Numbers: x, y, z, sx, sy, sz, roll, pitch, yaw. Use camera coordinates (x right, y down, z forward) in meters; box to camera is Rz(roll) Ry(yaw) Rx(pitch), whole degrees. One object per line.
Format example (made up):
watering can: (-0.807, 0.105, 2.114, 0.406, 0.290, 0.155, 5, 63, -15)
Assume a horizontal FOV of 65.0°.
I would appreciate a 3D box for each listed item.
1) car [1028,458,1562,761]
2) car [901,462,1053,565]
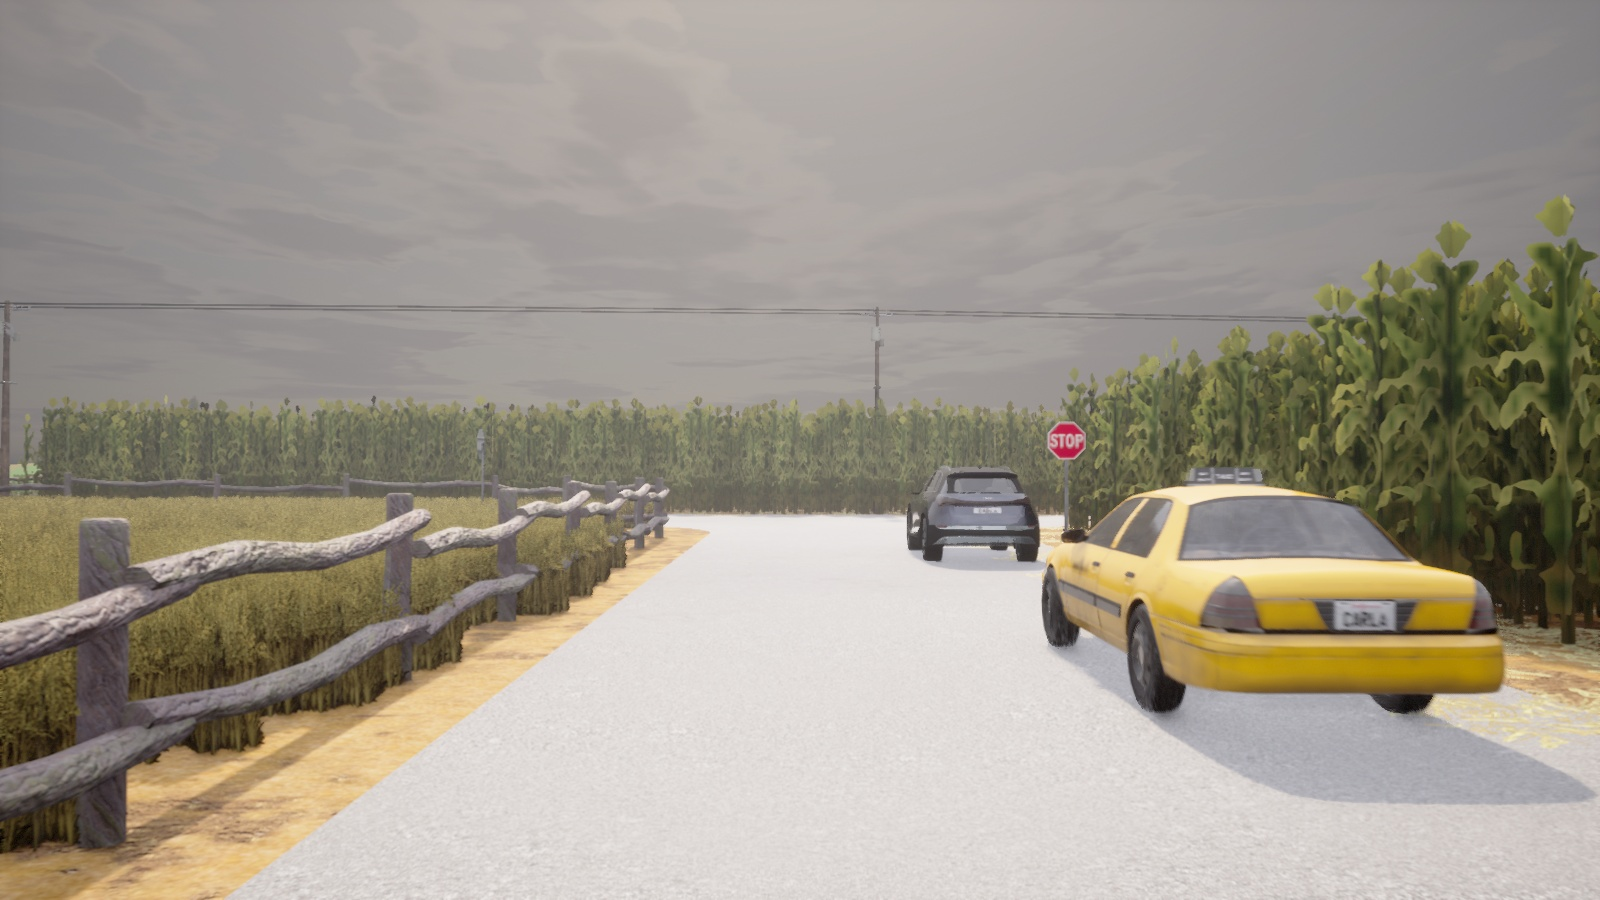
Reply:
car: (3.076, 0.873, 9.262, 1.801, 1.575, 5.366, 0, -1, 0)
car: (3.044, 1.061, 22.656, 2.033, 1.649, 4.856, 0, -1, 0)
